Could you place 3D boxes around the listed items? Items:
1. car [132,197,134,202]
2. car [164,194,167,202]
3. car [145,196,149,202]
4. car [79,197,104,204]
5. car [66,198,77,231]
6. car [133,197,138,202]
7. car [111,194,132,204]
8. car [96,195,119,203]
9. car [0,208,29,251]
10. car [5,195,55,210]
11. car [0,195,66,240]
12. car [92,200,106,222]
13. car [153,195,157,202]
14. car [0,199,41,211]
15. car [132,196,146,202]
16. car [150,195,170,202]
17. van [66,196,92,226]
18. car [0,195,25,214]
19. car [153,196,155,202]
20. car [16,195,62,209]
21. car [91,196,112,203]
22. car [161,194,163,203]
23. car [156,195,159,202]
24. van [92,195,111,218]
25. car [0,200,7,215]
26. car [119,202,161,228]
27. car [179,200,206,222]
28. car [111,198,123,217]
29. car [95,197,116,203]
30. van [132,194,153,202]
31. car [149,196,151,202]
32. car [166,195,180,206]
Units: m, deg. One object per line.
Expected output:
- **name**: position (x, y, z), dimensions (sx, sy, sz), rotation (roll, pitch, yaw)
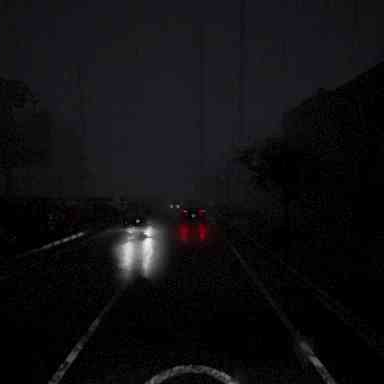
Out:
- **car**: position (-8.849, 1.564, 34.205), dimensions (4.892, 1.521, 2.231), rotation (0, 0, 0)
- **car**: position (-8.868, 1.607, 73.444), dimensions (5.566, 2.045, 2.435), rotation (0, 0, 0)
- **car**: position (-9.051, 1.632, 45.410), dimensions (5.366, 1.575, 1.946), rotation (0, 0, 0)
- **car**: position (-21.981, 1.857, 73.057), dimensions (4.892, 1.521, 2.231), rotation (0, 0, 0)
- **car**: position (-8.808, 1.358, 17.380), dimensions (4.553, 1.767, 2.185), rotation (0, 0, 0)
- **car**: position (-8.827, 1.608, 37.003), dimensions (4.792, 1.488, 2.163), rotation (0, 0, 0)
- **car**: position (-8.879, 1.299, 31.399), dimensions (5.566, 2.045, 2.435), rotation (0, 0, 0)
- **car**: position (-22.019, 1.715, 86.938), dimensions (5.566, 2.045, 2.435), rotation (0, 0, 0)
- **car**: position (-8.847, 1.465, 11.774), dimensions (4.892, 1.521, 2.231), rotation (0, 0, 0)
- **car**: position (-21.916, 1.383, 45.174), dimensions (5.566, 2.045, 2.435), rotation (0, 0, 0)
- **car**: position (-8.868, 1.223, 14.580), dimensions (5.566, 2.045, 2.435), rotation (0, 0, 0)
- **car**: position (-8.837, 1.511, 22.988), dimensions (4.892, 1.521, 2.231), rotation (0, 0, 0)
- **car**: position (-8.849, 1.754, 56.623), dimensions (4.792, 1.488, 2.163), rotation (0, 0, 0)
- **car**: position (-21.939, 1.653, 42.265), dimensions (4.674, 1.452, 2.002), rotation (0, 0, 0)
- **car**: position (-8.857, 1.614, 42.610), dimensions (5.008, 1.535, 2.097), rotation (0, 0, 0)
- **car**: position (-8.889, 1.763, 93.068), dimensions (5.566, 2.045, 2.435), rotation (0, 0, 0)
- **van**: position (-8.725, 1.271, 20.185), dimensions (4.442, 1.987, 1.878), rotation (0, 0, 0)
- **car**: position (-21.908, 1.327, 36.819), dimensions (5.566, 2.045, 2.435), rotation (0, 0, 0)
- **car**: position (-8.846, 1.732, 53.820), dimensions (4.792, 1.488, 2.163), rotation (0, 0, 0)
- **car**: position (-21.920, 1.404, 47.836), dimensions (5.566, 2.045, 2.435), rotation (0, 0, 0)
- **car**: position (-22.015, 1.796, 81.384), dimensions (4.553, 1.767, 2.185), rotation (0, 0, 0)
- **car**: position (-8.859, 1.688, 67.837), dimensions (4.553, 1.767, 2.185), rotation (0, 0, 0)
- **car**: position (-8.876, 1.746, 59.427), dimensions (5.008, 1.535, 2.097), rotation (0, 0, 0)
- **van**: position (-8.961, 1.297, 25.792), dimensions (4.442, 1.987, 1.878), rotation (0, 0, 0)
- **car**: position (-21.962, 1.593, 34.034), dimensions (4.792, 1.488, 2.163), rotation (0, 0, 0)
- **car**: position (-3.342, 1.606, 22.455), dimensions (1.994, 1.385, 4.181), rotation (0, 0, 0)
- **car**: position (0.109, 1.587, 26.760), dimensions (1.812, 1.442, 4.674), rotation (0, 0, 0)
- **car**: position (-8.842, 1.536, 28.594), dimensions (5.008, 1.535, 2.097), rotation (0, 0, 0)
- **car**: position (-21.959, 1.974, 84.160), dimensions (4.792, 1.488, 2.163), rotation (0, 0, 0)
- **van**: position (-8.755, 1.454, 51.019), dimensions (4.442, 1.987, 1.878), rotation (0, 0, 0)
- **car**: position (-8.898, 1.687, 48.213), dimensions (4.792, 1.488, 2.163), rotation (0, 0, 0)
- **car**: position (-3.248, 1.856, 64.078), dimensions (2.033, 1.411, 5.357), rotation (0, 0, 1)
